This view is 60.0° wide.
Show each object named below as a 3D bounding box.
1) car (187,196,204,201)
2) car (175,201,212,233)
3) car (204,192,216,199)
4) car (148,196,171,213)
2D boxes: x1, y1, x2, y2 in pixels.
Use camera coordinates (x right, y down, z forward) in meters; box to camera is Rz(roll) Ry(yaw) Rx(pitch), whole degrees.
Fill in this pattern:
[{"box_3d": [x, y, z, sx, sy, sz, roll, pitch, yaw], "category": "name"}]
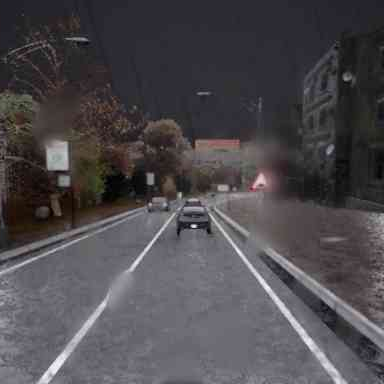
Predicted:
[{"box_3d": [0.159, 1.410, 37.695, 1.882, 1.535, 5.008, 0, 0, 1], "category": "car"}, {"box_3d": [0.097, 1.469, 19.176, 1.837, 1.490, 4.892, 0, 0, 0], "category": "car"}, {"box_3d": [4.120, 0.735, 77.419, 2.128, 1.511, 4.902, 2, 2, 21], "category": "car"}, {"box_3d": [-3.514, 1.284, 36.125, 2.097, 1.767, 4.553, 0, 0, 1], "category": "car"}]
